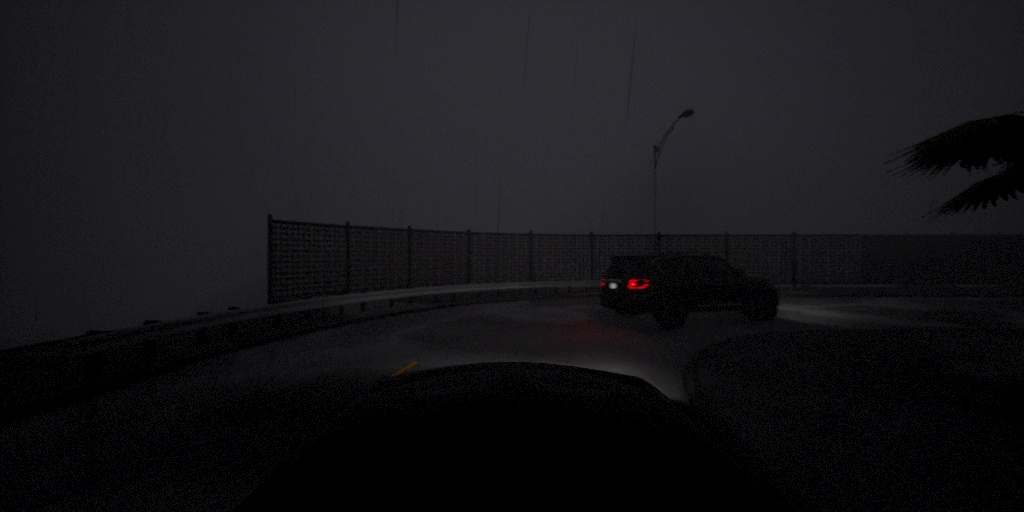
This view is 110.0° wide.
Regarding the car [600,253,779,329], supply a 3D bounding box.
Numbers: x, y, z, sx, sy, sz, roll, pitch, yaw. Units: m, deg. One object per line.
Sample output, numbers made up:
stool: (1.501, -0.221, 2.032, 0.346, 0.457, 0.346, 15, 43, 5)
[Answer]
car: (5.461, 0.945, 11.116, 5.566, 2.045, 2.150, 0, -2, -18)
